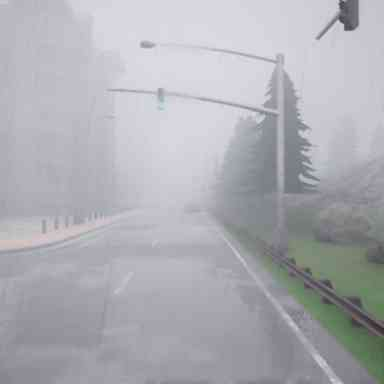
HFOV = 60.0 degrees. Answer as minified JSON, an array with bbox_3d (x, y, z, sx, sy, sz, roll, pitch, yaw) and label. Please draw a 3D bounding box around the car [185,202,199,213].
[{"bbox_3d":[-0.005,2.105,45.667,1.994,1.385,4.181,0,-1,0],"label":"car"}]
